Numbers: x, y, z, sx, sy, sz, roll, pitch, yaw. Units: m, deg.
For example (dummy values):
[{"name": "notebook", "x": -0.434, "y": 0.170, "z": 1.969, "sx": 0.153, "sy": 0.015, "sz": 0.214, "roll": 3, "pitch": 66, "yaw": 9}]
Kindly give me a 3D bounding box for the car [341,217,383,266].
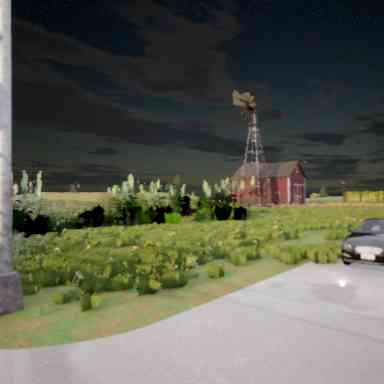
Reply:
[{"name": "car", "x": 6.749, "y": 1.650, "z": 11.602, "sx": 2.128, "sy": 1.511, "sz": 4.902, "roll": -2, "pitch": -1, "yaw": 41}]
